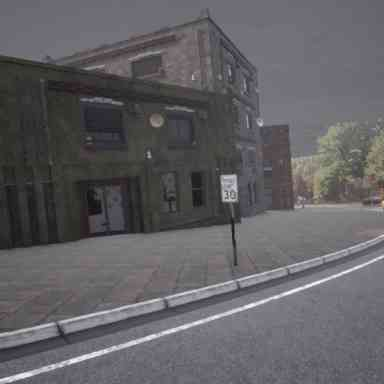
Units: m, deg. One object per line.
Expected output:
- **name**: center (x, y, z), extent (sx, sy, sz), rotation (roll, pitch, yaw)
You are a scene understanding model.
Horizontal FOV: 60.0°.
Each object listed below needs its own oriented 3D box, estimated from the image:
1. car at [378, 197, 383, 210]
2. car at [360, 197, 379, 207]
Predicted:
- **car**: center (22.996, 1.369, 37.312), extent (1.882, 1.535, 5.008), rotation (-4, -2, 14)
- **car**: center (28.696, 1.485, 52.850), extent (1.882, 1.535, 5.008), rotation (-5, -2, -1)
